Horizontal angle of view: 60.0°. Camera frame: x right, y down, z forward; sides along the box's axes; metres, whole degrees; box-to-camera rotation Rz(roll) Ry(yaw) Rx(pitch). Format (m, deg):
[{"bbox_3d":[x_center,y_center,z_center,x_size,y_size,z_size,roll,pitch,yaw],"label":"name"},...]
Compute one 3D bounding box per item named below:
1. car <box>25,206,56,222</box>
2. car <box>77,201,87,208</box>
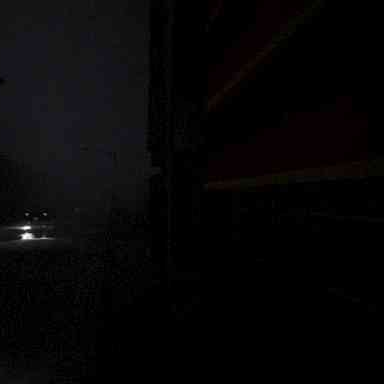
[{"bbox_3d":[-13.717,1.994,30.292,1.895,1.301,4.718,1,-1,-14],"label":"car"},{"bbox_3d":[-23.311,2.693,70.595,1.882,1.535,5.008,1,-1,-13],"label":"car"}]
